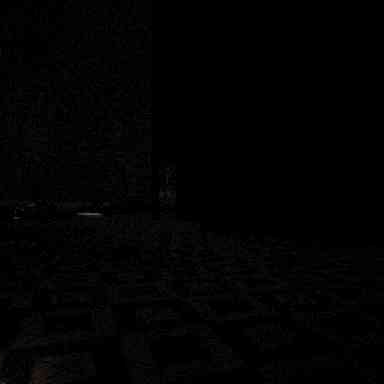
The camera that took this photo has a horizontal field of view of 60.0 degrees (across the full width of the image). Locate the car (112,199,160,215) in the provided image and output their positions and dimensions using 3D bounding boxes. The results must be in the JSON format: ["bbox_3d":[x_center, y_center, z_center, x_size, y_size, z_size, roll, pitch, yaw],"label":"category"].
[{"bbox_3d":[-6.594,1.790,39.958,2.192,1.841,5.009,-1,-2,35],"label":"car"}]

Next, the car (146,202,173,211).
[{"bbox_3d":[-5.030,2.216,52.150,1.994,1.385,4.181,0,-1,37],"label":"car"}]

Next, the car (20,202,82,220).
[{"bbox_3d":[-13.044,1.823,30.897,1.752,1.417,4.829,-1,-2,35],"label":"car"}]

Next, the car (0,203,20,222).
[{"bbox_3d":[-16.416,1.774,26.162,1.947,1.339,4.313,-1,-2,35],"label":"car"}]

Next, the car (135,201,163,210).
[{"bbox_3d":[-6.983,2.208,54.096,2.008,1.369,4.403,-1,-2,35],"label":"car"}]

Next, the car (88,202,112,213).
[{"bbox_3d":[-10.884,2.011,43.995,1.812,1.442,4.674,0,-1,35],"label":"car"}]

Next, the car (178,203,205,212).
[{"bbox_3d":[-0.040,2.245,49.149,1.802,1.307,4.206,-1,-2,36],"label":"car"}]

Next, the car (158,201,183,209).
[{"bbox_3d":[-3.709,2.304,58.692,2.008,1.369,4.403,-1,-2,35],"label":"car"}]

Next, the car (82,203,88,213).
[{"bbox_3d":[-13.532,2.015,44.904,1.887,1.381,4.507,-1,-2,35],"label":"car"}]

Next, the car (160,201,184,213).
[{"bbox_3d":[-3.319,2.113,44.548,1.887,1.381,4.507,-1,-2,35],"label":"car"}]

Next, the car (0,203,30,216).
[{"bbox_3d":[-20.080,1.841,35.711,2.008,1.369,4.403,-1,-1,35],"label":"car"}]

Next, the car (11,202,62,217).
[{"bbox_3d":[-16.666,1.851,35.897,1.812,1.442,4.674,0,-1,36],"label":"car"}]
